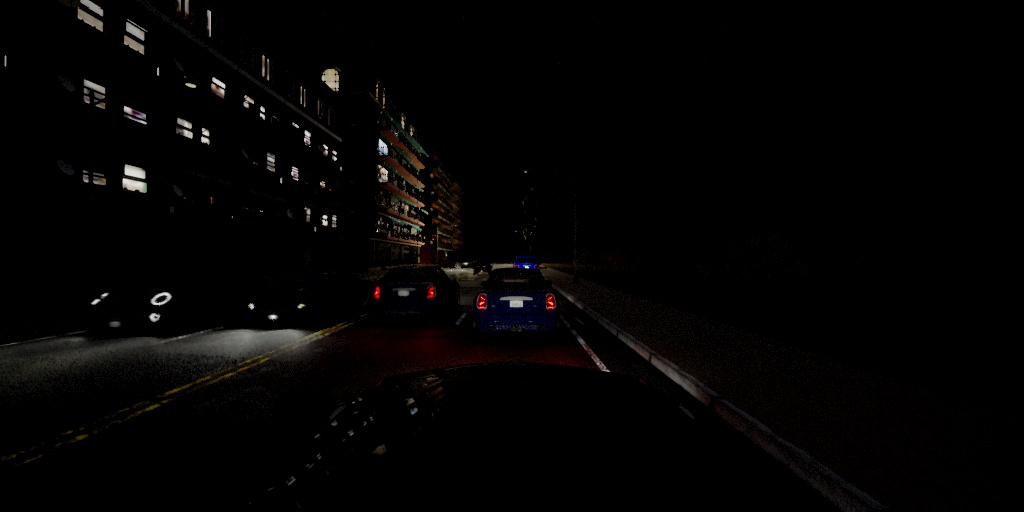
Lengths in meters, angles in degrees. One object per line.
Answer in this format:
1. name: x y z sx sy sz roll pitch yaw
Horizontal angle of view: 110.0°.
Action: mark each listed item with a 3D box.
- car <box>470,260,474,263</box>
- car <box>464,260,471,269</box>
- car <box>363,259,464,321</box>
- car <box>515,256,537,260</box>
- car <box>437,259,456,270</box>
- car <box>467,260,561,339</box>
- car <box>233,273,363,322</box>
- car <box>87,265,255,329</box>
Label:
1. car: -3.135 1.263 39.740 1.837 1.490 4.892 0 0 0
2. car: -6.571 1.303 54.120 2.033 1.411 5.357 0 0 0
3. car: -3.146 1.106 12.526 2.097 1.767 4.553 0 0 0
4. car: 1.150 0.980 30.194 2.150 2.045 5.566 0 0 0
5. car: -9.819 1.233 54.271 1.882 1.535 5.008 0 0 0
6. car: 0.103 1.104 10.240 2.097 1.767 4.553 0 0 0
7. car: -6.593 1.300 12.551 2.033 1.411 5.357 0 0 0
8. car: -9.846 1.104 11.131 2.097 1.767 4.553 0 0 0
